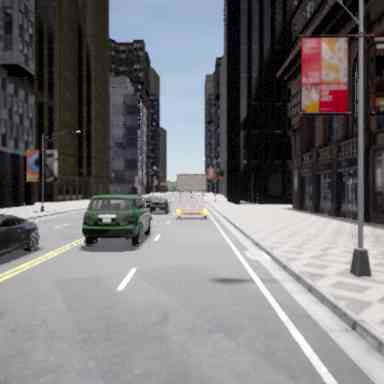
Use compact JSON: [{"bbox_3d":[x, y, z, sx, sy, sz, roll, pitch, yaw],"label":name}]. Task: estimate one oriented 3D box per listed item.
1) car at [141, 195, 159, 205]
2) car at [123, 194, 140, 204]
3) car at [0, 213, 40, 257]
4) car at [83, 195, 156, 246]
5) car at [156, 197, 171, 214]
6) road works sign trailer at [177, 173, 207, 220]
[{"bbox_3d":[-6.600,1.244,52.607,2.033,1.411,5.357,0,0,0],"label":"car"},{"bbox_3d":[-9.845,1.164,54.334,1.882,1.535,5.008,0,0,0],"label":"car"},{"bbox_3d":[-6.606,1.457,10.725,1.812,1.442,4.674,0,0,0],"label":"car"},{"bbox_3d":[-3.158,1.128,15.005,2.150,2.045,5.566,0,0,0],"label":"car"},{"bbox_3d":[-3.170,1.309,33.280,1.837,1.490,4.892,0,0,0],"label":"car"},{"bbox_3d":[-0.016,0.309,26.102,2.380,3.560,2.880,0,0,0],"label":"road works sign trailer"}]
